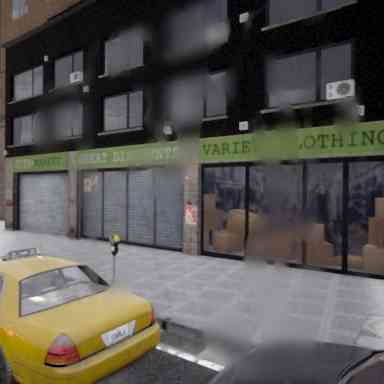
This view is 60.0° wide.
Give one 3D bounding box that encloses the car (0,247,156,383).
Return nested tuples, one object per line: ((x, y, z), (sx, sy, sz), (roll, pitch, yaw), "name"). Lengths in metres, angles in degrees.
((-2.682, 1.524, 5.009), (4.829, 1.417, 1.752), (0, 1, 36), "car")

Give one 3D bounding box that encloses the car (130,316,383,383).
((2.000, 1.551, 1.662), (4.403, 1.369, 2.008), (0, 1, 36), "car")
